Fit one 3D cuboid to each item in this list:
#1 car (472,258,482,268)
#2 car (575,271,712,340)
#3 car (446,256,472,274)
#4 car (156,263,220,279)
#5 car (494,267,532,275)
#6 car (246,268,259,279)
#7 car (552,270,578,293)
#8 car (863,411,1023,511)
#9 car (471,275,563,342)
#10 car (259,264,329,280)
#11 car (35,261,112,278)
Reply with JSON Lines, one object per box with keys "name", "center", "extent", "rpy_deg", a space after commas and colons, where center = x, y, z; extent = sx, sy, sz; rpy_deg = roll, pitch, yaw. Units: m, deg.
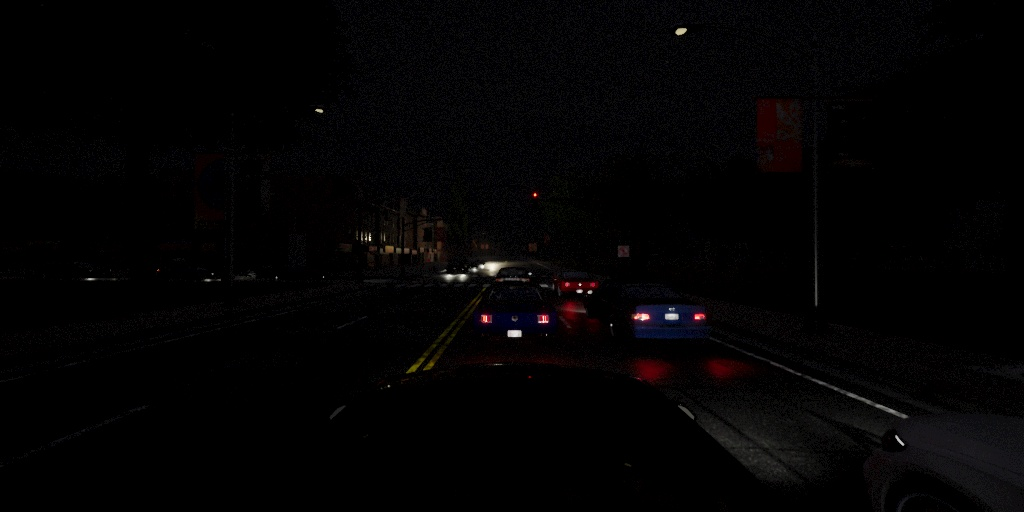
{"name": "car", "center": [-6.607, 1.314, 59.122], "extent": [1.994, 1.385, 4.181], "rpy_deg": [0, 1, 0]}
{"name": "car", "center": [3.328, 1.320, 9.963], "extent": [2.033, 1.411, 5.357], "rpy_deg": [0, 0, 0]}
{"name": "car", "center": [-6.626, 1.082, 44.123], "extent": [2.150, 2.045, 5.566], "rpy_deg": [0, 0, 0]}
{"name": "car", "center": [-27.259, 1.321, 30.247], "extent": [4.181, 1.385, 1.994], "rpy_deg": [1, 0, 0]}
{"name": "car", "center": [0.045, 1.311, 19.178], "extent": [1.882, 1.535, 5.008], "rpy_deg": [0, 0, 0]}
{"name": "car", "center": [-22.072, 1.391, 33.171], "extent": [4.181, 1.385, 1.994], "rpy_deg": [1, 0, 0]}
{"name": "car", "center": [3.296, 1.437, 19.606], "extent": [1.895, 1.301, 4.718], "rpy_deg": [0, 0, 0]}
{"name": "car", "center": [3.344, 1.275, 0.487], "extent": [1.812, 1.442, 4.674], "rpy_deg": [0, 0, 0]}
{"name": "car", "center": [0.078, 1.373, 9.837], "extent": [1.895, 1.301, 4.718], "rpy_deg": [0, 0, 0]}
{"name": "car", "center": [-18.098, 1.445, 30.251], "extent": [4.718, 1.301, 1.895], "rpy_deg": [1, 0, 0]}
{"name": "car", "center": [-36.884, 1.161, 30.260], "extent": [5.008, 1.535, 1.882], "rpy_deg": [0, 0, 0]}
